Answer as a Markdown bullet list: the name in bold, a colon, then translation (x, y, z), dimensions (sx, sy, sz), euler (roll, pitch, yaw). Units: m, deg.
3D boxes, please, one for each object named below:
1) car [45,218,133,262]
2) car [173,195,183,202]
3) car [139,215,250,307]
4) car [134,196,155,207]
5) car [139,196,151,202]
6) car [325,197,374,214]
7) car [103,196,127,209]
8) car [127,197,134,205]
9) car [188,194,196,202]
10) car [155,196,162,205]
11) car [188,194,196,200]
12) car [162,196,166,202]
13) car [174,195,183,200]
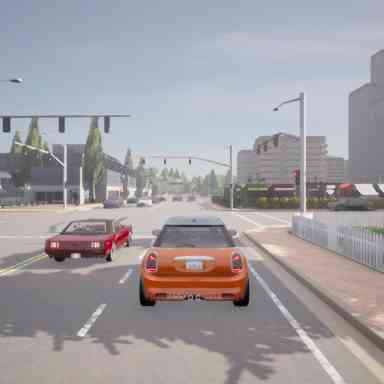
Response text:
- **car**: translation (-3.423, 1.601, 12.061), dimensions (1.895, 1.301, 4.718), euler (0, 0, 0)
- **car**: translation (-3.546, 1.513, 77.820), dimensions (1.812, 1.442, 4.674), euler (0, 0, 0)
- **car**: translation (0.059, 1.352, 8.167), dimensions (2.097, 1.767, 4.553), euler (0, 0, 0)
- **car**: translation (-7.115, 1.525, 50.226), dimensions (1.812, 1.442, 4.674), euler (0, 0, 0)
- **car**: translation (-10.544, 1.552, 74.800), dimensions (1.994, 1.385, 4.181), euler (0, 0, 0)
- **car**: translation (16.486, 1.352, 34.962), dimensions (4.553, 1.767, 2.097), euler (0, 0, -1)
- **car**: translation (-10.620, 1.354, 45.194), dimensions (2.097, 1.767, 4.553), euler (0, 0, 0)
- **car**: translation (-10.604, 1.564, 60.414), dimensions (1.994, 1.385, 4.181), euler (0, 0, 0)
- **car**: translation (-0.046, 1.531, 77.503), dimensions (2.033, 1.411, 5.357), euler (0, 0, 0)
- **car**: translation (-7.099, 1.502, 61.226), dimensions (1.837, 1.490, 4.892), euler (0, 1, 0)
- **car**: translation (-0.052, 1.397, 87.778), dimensions (2.128, 1.511, 4.902), euler (0, 0, 0)
- **car**: translation (-7.045, 1.595, 76.064), dimensions (1.895, 1.301, 4.718), euler (0, 0, 0)
- **car**: translation (-3.552, 1.424, 87.774), dimensions (1.994, 1.385, 4.181), euler (0, 0, 0)
